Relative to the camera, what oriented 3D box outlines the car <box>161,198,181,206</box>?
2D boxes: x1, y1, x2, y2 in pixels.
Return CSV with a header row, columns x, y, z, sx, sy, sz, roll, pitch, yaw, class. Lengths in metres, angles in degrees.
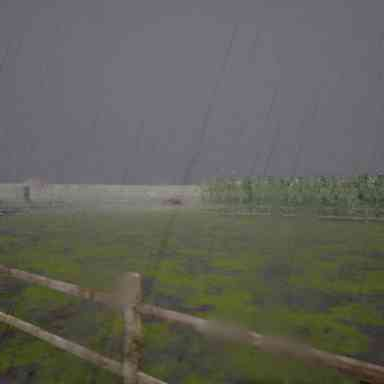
x,y,z,sx,sy,sz,roll,pitch,yaw,class
-3.988,1.808,62.835,1.994,1.385,4.181,2,1,34,car
